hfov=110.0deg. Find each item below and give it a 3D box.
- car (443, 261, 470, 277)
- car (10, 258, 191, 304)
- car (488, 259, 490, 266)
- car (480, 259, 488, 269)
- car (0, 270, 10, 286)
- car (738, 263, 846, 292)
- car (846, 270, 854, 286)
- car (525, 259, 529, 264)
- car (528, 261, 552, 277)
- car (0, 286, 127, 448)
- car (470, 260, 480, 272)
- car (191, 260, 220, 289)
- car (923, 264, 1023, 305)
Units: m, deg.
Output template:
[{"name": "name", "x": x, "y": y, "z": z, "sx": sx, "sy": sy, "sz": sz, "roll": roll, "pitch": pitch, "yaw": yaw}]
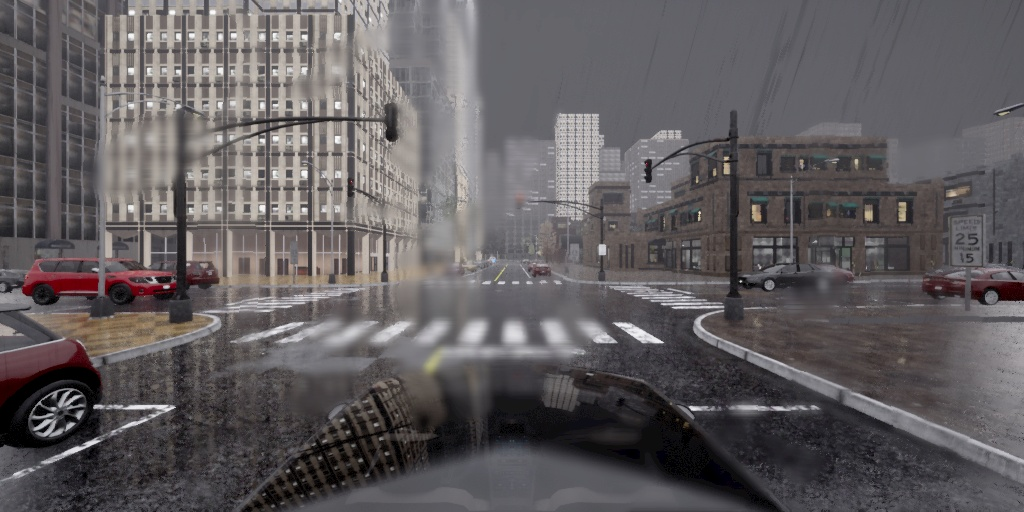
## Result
[{"name": "car", "x": -5.523, "y": 1.341, "z": 34.773, "sx": 1.802, "sy": 1.307, "sz": 4.207, "roll": 0, "pitch": 0, "yaw": 0}, {"name": "car", "x": -18.590, "y": 1.087, "z": 16.425, "sx": 5.566, "sy": 2.045, "sz": 2.150, "roll": 0, "pitch": 0, "yaw": -1}, {"name": "car", "x": -5.379, "y": 1.344, "z": 62.476, "sx": 1.948, "sy": 1.339, "sz": 4.313, "roll": 0, "pitch": 0, "yaw": 0}, {"name": "car", "x": -5.407, "y": 1.324, "z": 56.936, "sx": 2.007, "sy": 1.370, "sz": 4.403, "roll": 0, "pitch": 0, "yaw": 0}, {"name": "car", "x": -31.429, "y": 1.508, "z": 22.086, "sx": 4.403, "sy": 1.370, "sz": 2.007, "roll": 0, "pitch": 0, "yaw": -1}, {"name": "car", "x": 15.142, "y": 1.147, "z": 19.960, "sx": 4.892, "sy": 1.490, "sz": 1.837, "roll": 0, "pitch": 0, "yaw": -1}, {"name": "car", "x": 19.053, "y": 1.202, "z": 22.586, "sx": 4.207, "sy": 1.307, "sz": 1.802, "roll": 0, "pitch": 0, "yaw": -1}, {"name": "car", "x": 2.915, "y": 1.348, "z": 45.811, "sx": 1.802, "sy": 1.307, "sz": 4.207, "roll": 0, "pitch": 0, "yaw": 0}, {"name": "car", "x": 2.859, "y": 1.304, "z": 34.729, "sx": 1.888, "sy": 1.381, "sz": 4.507, "roll": 0, "pitch": 0, "yaw": 0}, {"name": "car", "x": -5.691, "y": 1.190, "z": 2.306, "sx": 1.967, "sy": 1.591, "sz": 4.097, "roll": 0, "pitch": 0, "yaw": 0}, {"name": "car", "x": -5.466, "y": 1.291, "z": 45.684, "sx": 1.751, "sy": 1.417, "sz": 4.829, "roll": 0, "pitch": 0, "yaw": 0}, {"name": "car", "x": -21.019, "y": 1.203, "z": 22.189, "sx": 5.009, "sy": 1.841, "sz": 2.192, "roll": 0, "pitch": 0, "yaw": -1}, {"name": "car", "x": 19.136, "y": 1.153, "z": 14.206, "sx": 4.507, "sy": 1.381, "sz": 1.888, "roll": 0, "pitch": 0, "yaw": -1}]
